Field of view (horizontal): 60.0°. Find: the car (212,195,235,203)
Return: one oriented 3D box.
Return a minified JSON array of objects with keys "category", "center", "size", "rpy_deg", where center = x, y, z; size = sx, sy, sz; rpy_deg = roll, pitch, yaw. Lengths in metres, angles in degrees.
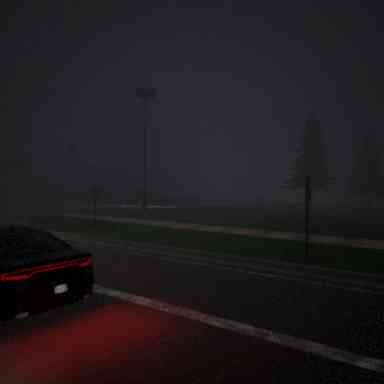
[{"category":"car","center":[6.519,1.229,63.787],"size":[1.882,1.535,5.008],"rpy_deg":[1,0,36]}]

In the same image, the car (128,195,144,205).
[{"category":"car","center":[-6.978,1.229,50.733],"size":[1.837,1.490,4.892],"rpy_deg":[1,0,35]}]

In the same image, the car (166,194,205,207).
[{"category":"car","center":[-0.848,1.327,47.294],"size":[2.033,1.411,5.357],"rpy_deg":[1,0,35]}]

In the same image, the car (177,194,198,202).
[{"category":"car","center":[-0.881,1.222,65.426],"size":[1.812,1.442,4.674],"rpy_deg":[1,0,36]}]

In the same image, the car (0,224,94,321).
[{"category":"car","center":[-4.160,1.420,6.933],"size":[5.008,1.535,1.882],"rpy_deg":[1,0,36]}]

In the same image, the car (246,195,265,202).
[{"category":"car","center":[12.750,1.326,66.529],"size":[2.033,1.411,5.357],"rpy_deg":[1,0,35]}]

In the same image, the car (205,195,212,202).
[{"category":"car","center":[3.044,1.271,64.917],"size":[2.033,1.411,5.357],"rpy_deg":[1,0,36]}]

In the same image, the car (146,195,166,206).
[{"category":"car","center":[-4.171,1.278,48.645],"size":[1.812,1.442,4.674],"rpy_deg":[1,0,35]}]

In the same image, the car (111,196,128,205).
[{"category":"car","center":[-10.327,1.298,52.053],"size":[1.895,1.301,4.718],"rpy_deg":[1,0,35]}]
